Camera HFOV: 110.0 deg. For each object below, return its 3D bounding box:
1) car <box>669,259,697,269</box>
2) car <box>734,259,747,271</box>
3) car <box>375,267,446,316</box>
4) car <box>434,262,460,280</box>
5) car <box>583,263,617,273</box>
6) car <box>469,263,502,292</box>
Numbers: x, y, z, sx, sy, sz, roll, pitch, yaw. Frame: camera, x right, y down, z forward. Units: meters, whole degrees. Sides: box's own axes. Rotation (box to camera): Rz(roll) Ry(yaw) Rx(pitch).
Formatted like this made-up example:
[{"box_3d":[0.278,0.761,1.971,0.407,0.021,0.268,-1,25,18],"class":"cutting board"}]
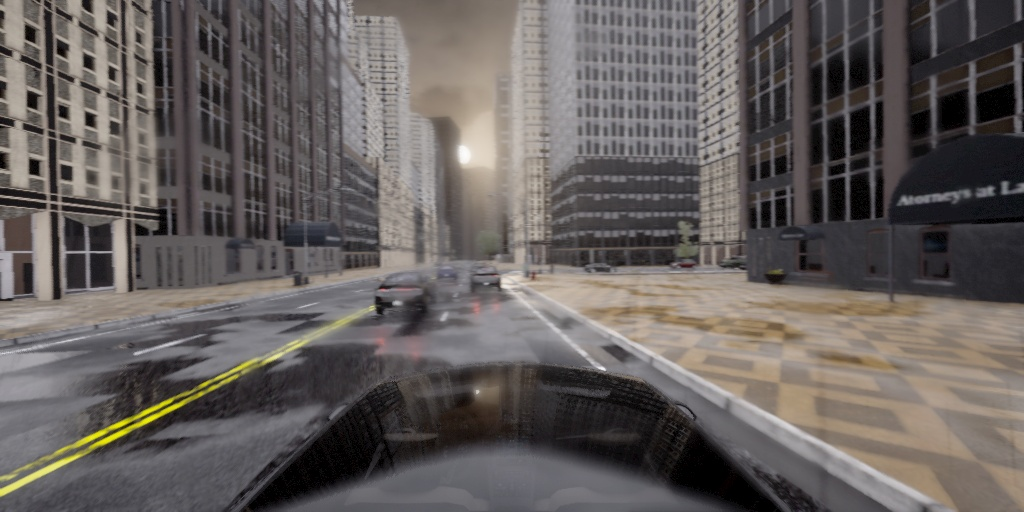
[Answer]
[{"box_3d":[27.527,1.272,57.821,4.097,1.591,1.967,0,0,-7],"class":"car"},{"box_3d":[34.092,1.427,50.148,4.313,1.339,1.948,0,0,-7],"class":"car"},{"box_3d":[-4.071,1.383,14.413,2.128,1.511,4.902,-1,0,-6],"class":"car"},{"box_3d":[-6.175,1.562,34.709,1.812,1.442,4.674,-1,0,-6],"class":"car"},{"box_3d":[11.690,1.595,47.411,4.403,1.370,2.007,0,0,-7],"class":"car"},{"box_3d":[-1.672,1.381,22.649,2.128,1.511,4.902,-1,0,-6],"class":"car"}]
